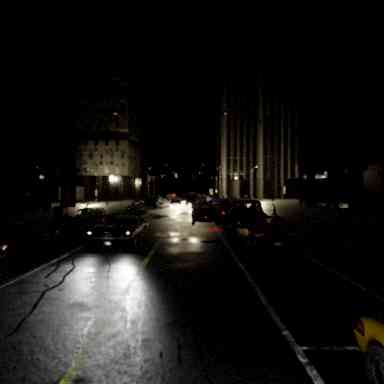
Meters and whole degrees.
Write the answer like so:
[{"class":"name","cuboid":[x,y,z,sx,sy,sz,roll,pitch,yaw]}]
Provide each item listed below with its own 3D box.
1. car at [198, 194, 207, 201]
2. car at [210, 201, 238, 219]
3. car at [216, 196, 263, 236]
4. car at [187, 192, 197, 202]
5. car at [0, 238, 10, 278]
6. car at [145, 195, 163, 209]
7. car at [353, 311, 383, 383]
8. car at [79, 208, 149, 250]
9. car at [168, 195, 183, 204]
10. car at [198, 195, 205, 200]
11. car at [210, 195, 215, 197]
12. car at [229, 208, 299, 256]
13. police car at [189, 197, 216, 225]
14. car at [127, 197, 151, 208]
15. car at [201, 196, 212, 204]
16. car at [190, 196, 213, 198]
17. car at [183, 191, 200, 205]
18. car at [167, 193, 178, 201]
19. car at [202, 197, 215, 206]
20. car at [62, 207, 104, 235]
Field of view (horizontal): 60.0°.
[{"class":"car","cuboid":[2.772,1.367,89.753,2.192,1.841,5.009,0,0,0]},{"class":"car","cuboid":[2.772,1.560,29.560,2.008,1.369,4.403,0,0,0]},{"class":"car","cuboid":[2.771,1.321,18.509,2.192,1.841,5.009,0,0,0]},{"class":"car","cuboid":[0.011,1.069,69.397,2.150,2.045,5.566,0,0,0]},{"class":"car","cuboid":[-5.774,1.584,7.476,1.802,1.307,4.206,0,0,0]},{"class":"car","cuboid":[-5.762,1.330,46.150,2.192,1.841,5.009,0,0,0]},{"class":"car","cuboid":[2.773,1.526,2.102,1.752,1.417,4.829,0,0,0]},{"class":"car","cuboid":[-3.098,1.605,14.524,1.895,1.301,4.718,0,0,0]},{"class":"car","cuboid":[-2.991,1.624,62.382,1.895,1.301,4.718,0,0,0]},{"class":"car","cuboid":[2.774,1.627,95.397,1.947,1.339,4.313,0,0,0]},{"class":"car","cuboid":[2.770,1.453,40.611,1.967,1.590,4.097,0,0,0]},{"class":"car","cuboid":[2.772,1.549,12.983,1.887,1.381,4.507,0,0,0]},{"class":"police car","cuboid":[0.904,1.433,24.085,1.930,1.638,5.238,0,0,0]},{"class":"car","cuboid":[-5.765,1.536,34.931,1.752,1.417,4.829,0,0,0]},{"class":"car","cuboid":[2.770,1.569,62.712,1.887,1.381,4.507,0,0,0]},{"class":"car","cuboid":[0.906,1.466,34.165,1.801,1.575,5.366,0,0,0]},{"class":"car","cuboid":[0.010,1.243,58.652,2.150,2.045,5.566,0,0,0]},{"class":"car","cuboid":[-5.753,1.368,89.764,2.192,1.841,5.009,0,0,0]},{"class":"car","cuboid":[2.770,1.571,57.187,2.008,1.369,4.403,0,0,0]},{"class":"car","cuboid":[-5.770,1.556,18.526,2.008,1.369,4.403,0,0,0]}]
